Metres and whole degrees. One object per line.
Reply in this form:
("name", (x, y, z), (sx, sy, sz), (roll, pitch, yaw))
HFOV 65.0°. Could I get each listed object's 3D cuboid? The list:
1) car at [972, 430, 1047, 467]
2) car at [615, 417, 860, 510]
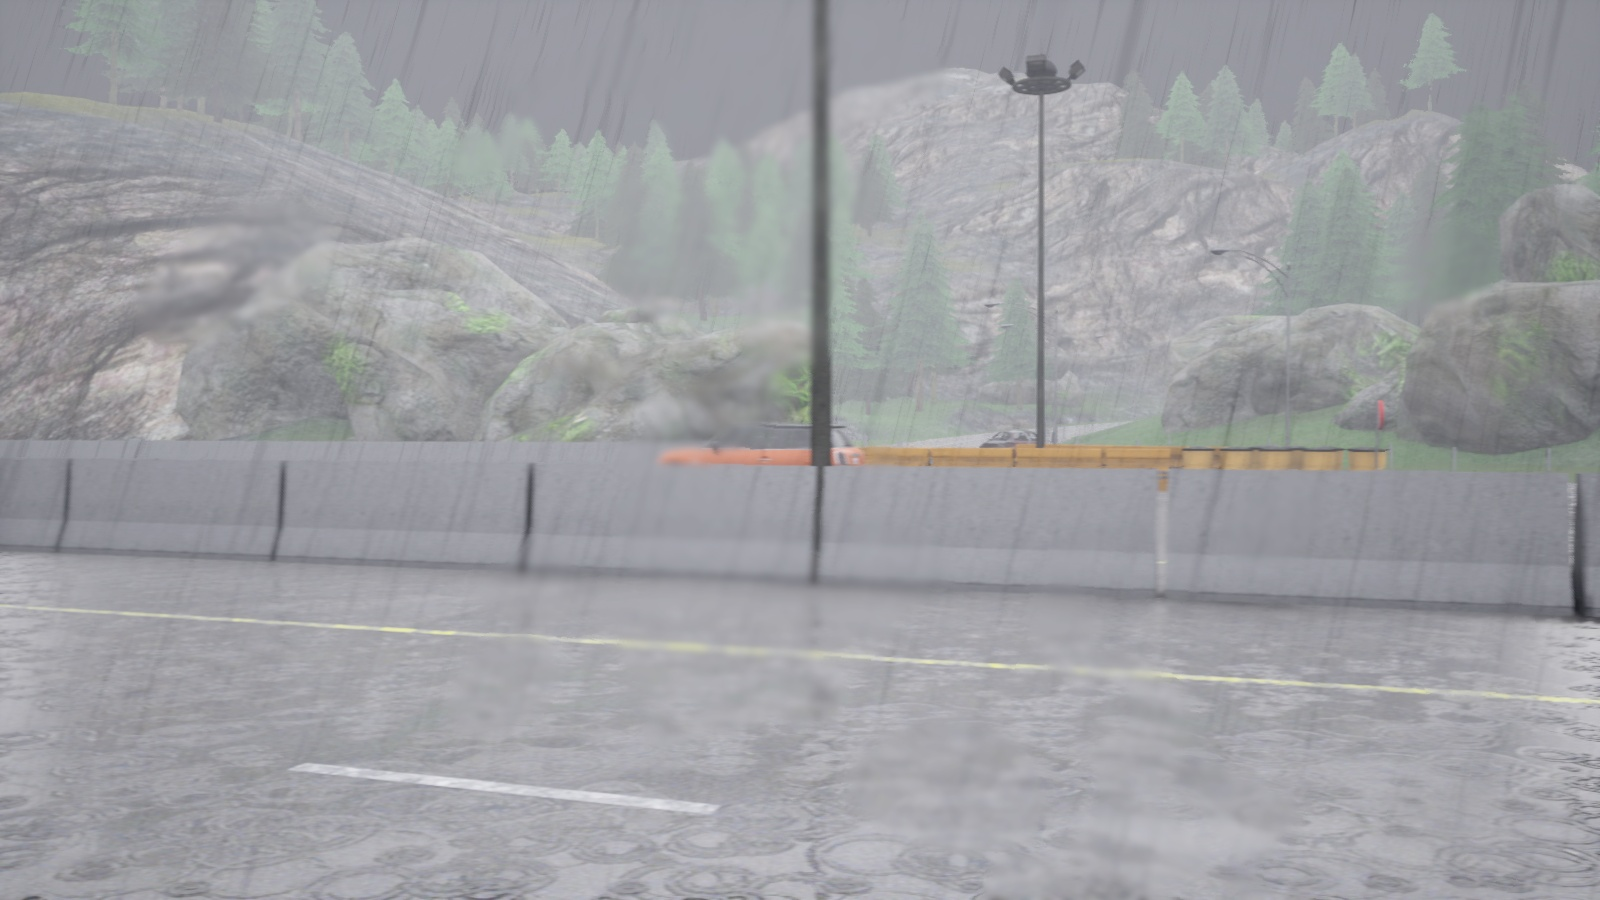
("car", (9.030, -0.079, 54.386), (1.816, 1.474, 4.193), (0, 2, -12))
("car", (-1.260, 0.231, 25.770), (4.553, 1.767, 2.097), (1, 1, 19))
